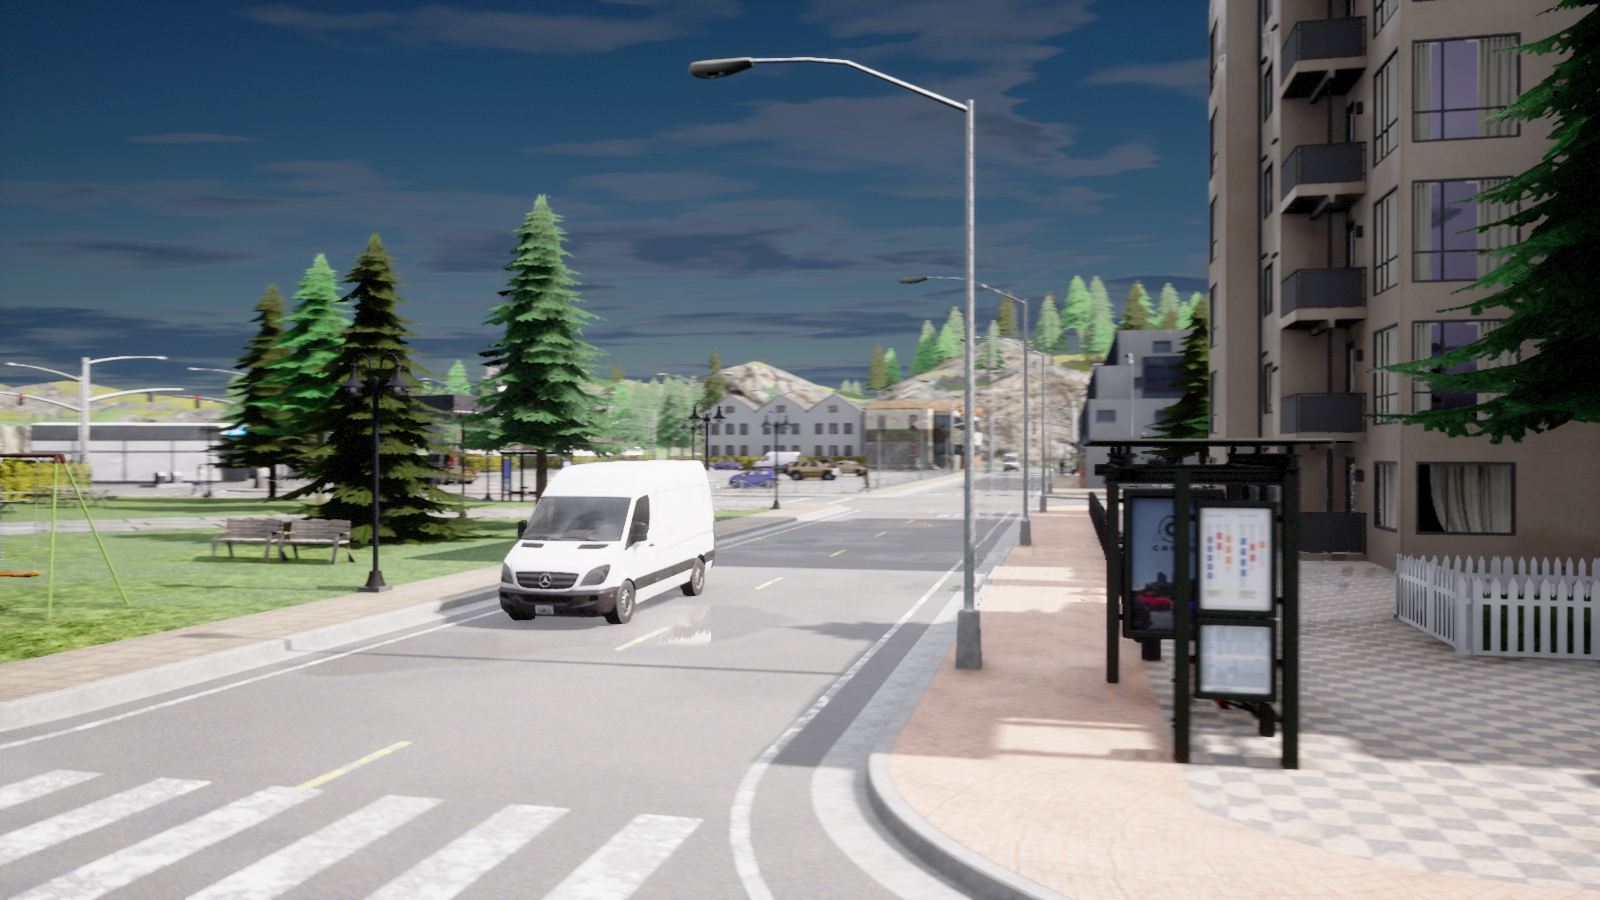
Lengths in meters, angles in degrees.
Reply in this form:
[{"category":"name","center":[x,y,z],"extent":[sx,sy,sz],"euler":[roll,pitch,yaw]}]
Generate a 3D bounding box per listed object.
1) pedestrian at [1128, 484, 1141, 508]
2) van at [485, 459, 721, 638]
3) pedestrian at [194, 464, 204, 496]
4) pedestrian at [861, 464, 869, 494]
[{"category":"pedestrian","center":[15.588,2.130,53.290],"extent":[0.500,1.100,0.500],"euler":[0,0,26]},{"category":"van","center":[-3.268,1.528,20.546],"extent":[1.988,2.561,5.915],"euler":[0,1,13]},{"category":"pedestrian","center":[-34.876,1.742,66.285],"extent":[0.375,1.860,0.375],"euler":[0,0,9]},{"category":"pedestrian","center":[4.008,1.766,70.182],"extent":[0.375,1.860,0.375],"euler":[0,0,-27]}]
